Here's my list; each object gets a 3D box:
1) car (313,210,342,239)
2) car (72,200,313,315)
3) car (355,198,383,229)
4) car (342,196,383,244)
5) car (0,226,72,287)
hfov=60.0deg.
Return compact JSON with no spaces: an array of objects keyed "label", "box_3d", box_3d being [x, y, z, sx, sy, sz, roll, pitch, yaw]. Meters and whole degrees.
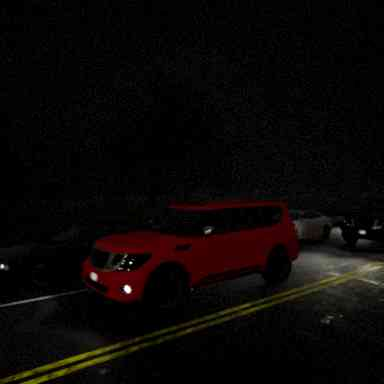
[{"label":"car","box_3d":[4.852,1.538,15.678,4.674,1.442,1.812,0,0,-38]},{"label":"car","box_3d":[0.310,1.249,8.062,5.566,2.045,2.150,0,0,-38]},{"label":"car","box_3d":[12.940,1.317,21.895,4.553,1.767,2.097,0,0,-37]},{"label":"car","box_3d":[8.787,1.195,14.619,5.566,2.045,2.150,0,0,-38]},{"label":"car","box_3d":[-2.794,1.610,9.764,5.357,1.411,2.033,0,0,-38]}]
